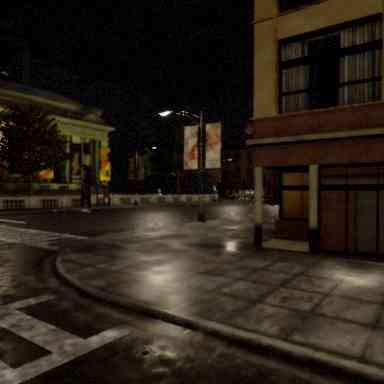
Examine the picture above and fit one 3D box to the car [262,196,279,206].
[{"bbox_3d":[12.491,1.366,52.316,1.837,1.490,4.892,0,0,36],"label":"car"}]
